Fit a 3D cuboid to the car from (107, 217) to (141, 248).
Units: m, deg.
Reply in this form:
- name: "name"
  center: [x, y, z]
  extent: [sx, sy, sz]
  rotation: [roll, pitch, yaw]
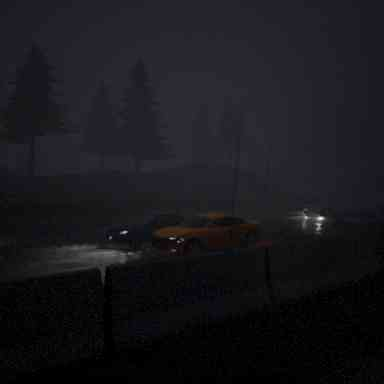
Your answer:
- name: "car"
  center: [-1.724, 1.703, 15.917]
  extent: [4.674, 1.442, 1.812]
  rotation: [0, -1, -39]

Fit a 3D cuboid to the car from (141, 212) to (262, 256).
- name: "car"
  center: [0.727, 1.612, 13.406]
  extent: [5.008, 1.535, 1.882]
  rotation: [0, -1, -39]

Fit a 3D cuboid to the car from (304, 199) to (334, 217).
- name: "car"
  center: [13.622, 1.789, 35.400]
  extent: [1.812, 1.442, 4.674]
  rotation: [-1, -1, 41]
